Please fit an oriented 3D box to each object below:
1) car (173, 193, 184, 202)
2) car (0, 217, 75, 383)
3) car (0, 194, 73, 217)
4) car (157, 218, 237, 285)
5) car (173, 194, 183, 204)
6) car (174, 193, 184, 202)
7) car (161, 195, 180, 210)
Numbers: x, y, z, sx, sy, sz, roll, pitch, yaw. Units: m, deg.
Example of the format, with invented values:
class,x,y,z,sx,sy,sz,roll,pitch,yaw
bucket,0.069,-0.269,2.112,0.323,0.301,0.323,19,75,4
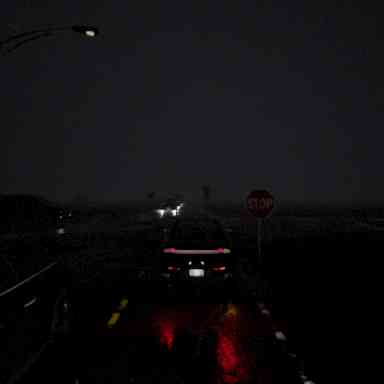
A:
class,x,y,z,sx,sy,sz,roll,pitch,yaw
car,-2.891,1.225,64.454,2.150,2.045,5.566,0,0,0
car,-2.875,1.350,3.338,2.097,1.767,4.553,0,0,0
car,-11.189,1.186,22.946,5.566,2.045,2.150,1,1,0
car,0.153,1.487,9.448,2.128,1.511,4.902,0,0,1
car,-2.923,1.524,54.002,1.812,1.442,4.674,0,0,0
car,-2.914,1.235,75.670,2.150,2.045,5.566,0,0,0
car,-2.919,1.472,44.038,1.882,1.535,5.008,0,0,0
